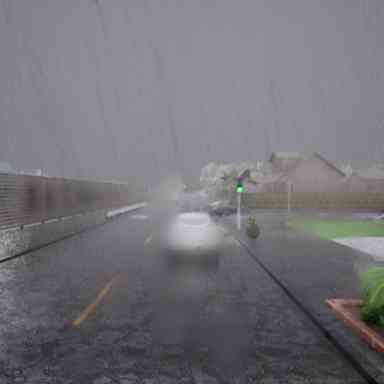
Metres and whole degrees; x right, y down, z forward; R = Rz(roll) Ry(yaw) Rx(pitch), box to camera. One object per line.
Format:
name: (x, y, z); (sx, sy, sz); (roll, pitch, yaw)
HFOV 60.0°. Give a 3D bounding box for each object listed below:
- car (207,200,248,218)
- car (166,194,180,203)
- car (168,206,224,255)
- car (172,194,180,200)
car: (2.985, 1.458, 29.007); (4.674, 1.442, 1.812); (0, -1, -44)
car: (-3.994, 1.199, 65.762); (2.097, 1.767, 4.553); (0, 0, 0)
car: (0.069, 1.495, 13.053); (1.812, 1.442, 4.674); (0, 0, 0)
car: (-3.970, 1.273, 82.065); (1.812, 1.442, 4.674); (0, 0, 0)
